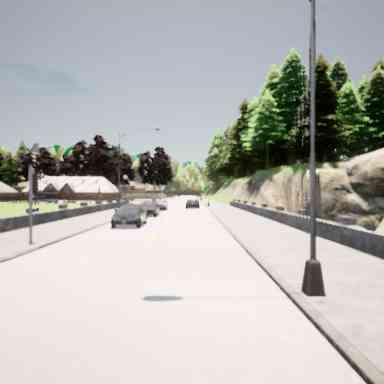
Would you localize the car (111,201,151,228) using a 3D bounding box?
[{"bbox_3d":[-4.100,1.535,22.276,1.812,1.442,4.674,0,0,0],"label":"car"}]

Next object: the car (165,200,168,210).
[{"bbox_3d":[-4.058,1.618,41.796,1.895,1.301,4.718,0,0,0],"label":"car"}]

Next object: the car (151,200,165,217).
[{"bbox_3d":[-4.093,1.560,31.984,2.033,1.411,5.357,0,0,0],"label":"car"}]

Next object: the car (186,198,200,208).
[{"bbox_3d":[0.101,1.584,47.485,1.994,1.385,4.181,0,0,0],"label":"car"}]
